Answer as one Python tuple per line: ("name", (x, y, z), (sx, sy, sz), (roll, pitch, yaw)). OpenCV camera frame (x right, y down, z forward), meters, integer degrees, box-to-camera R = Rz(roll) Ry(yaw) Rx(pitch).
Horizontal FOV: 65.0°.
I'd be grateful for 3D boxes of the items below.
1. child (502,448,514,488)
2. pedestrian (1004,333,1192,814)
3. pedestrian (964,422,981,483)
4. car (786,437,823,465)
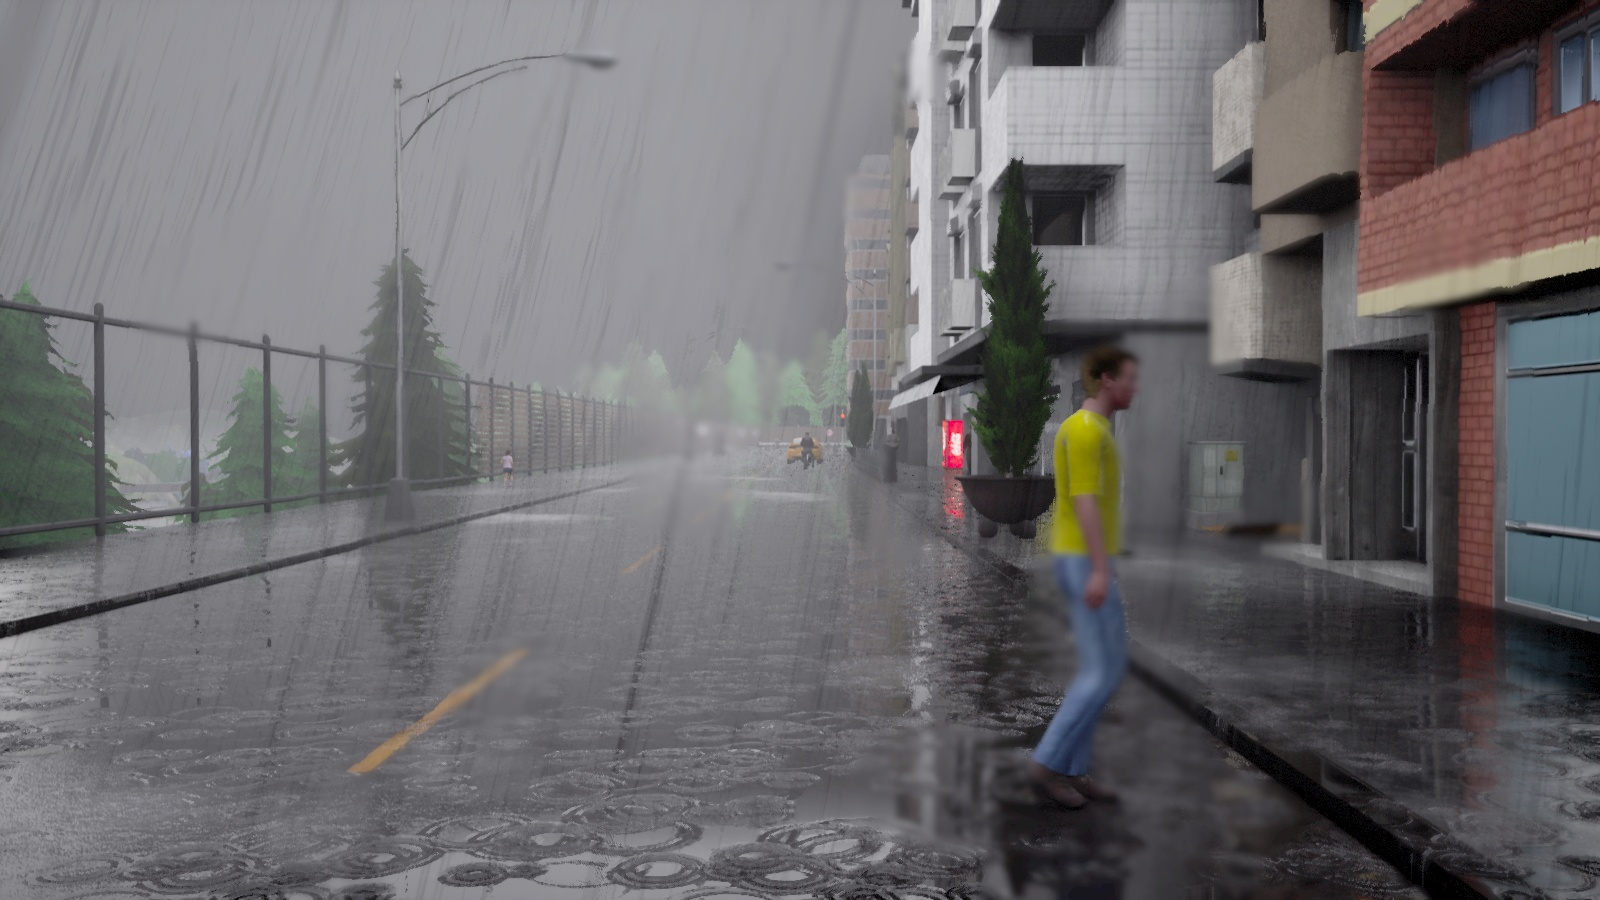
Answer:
("child", (-8.210, 0.493, 35.333), (0.255, 1.110, 0.394), (0, 1, 1))
("pedestrian", (1.185, 0.469, 5.033), (0.706, 1.836, 0.354), (0, 1, 12))
("pedestrian", (5.483, 0.079, 40.003), (0.402, 1.930, 0.666), (0, 1, 20))
("car", (0.315, 0.036, 72.227), (1.882, 1.535, 5.008), (0, 1, 3))
